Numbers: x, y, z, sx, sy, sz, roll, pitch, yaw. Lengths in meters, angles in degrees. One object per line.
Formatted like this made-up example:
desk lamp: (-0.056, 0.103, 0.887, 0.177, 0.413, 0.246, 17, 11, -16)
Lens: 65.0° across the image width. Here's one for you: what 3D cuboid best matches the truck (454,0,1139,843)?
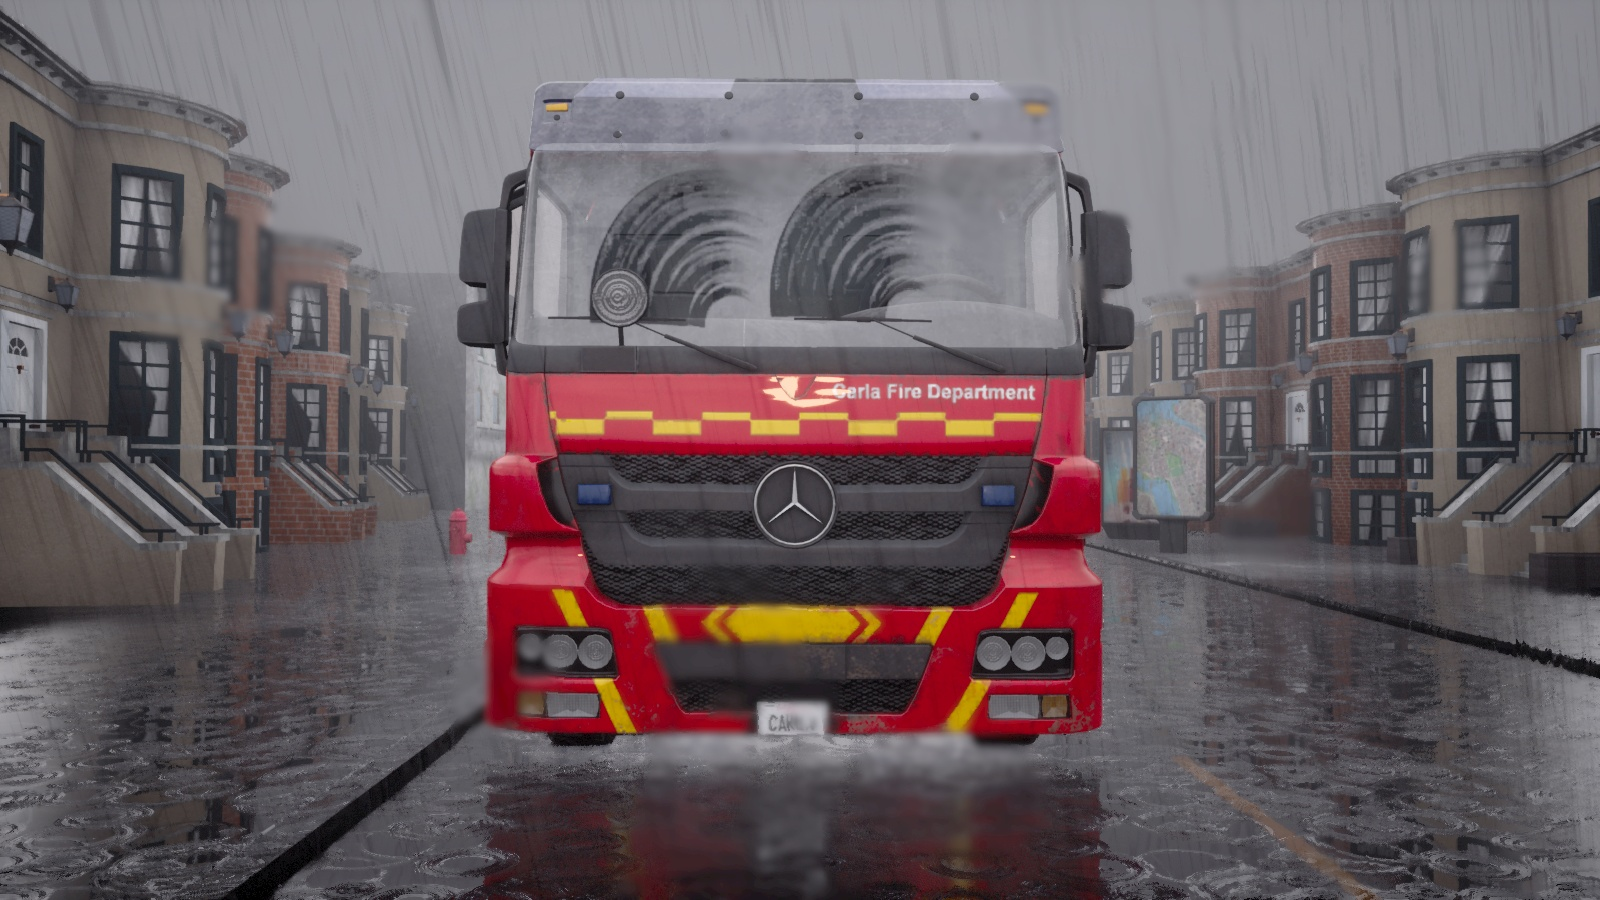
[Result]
truck: (-0.032, -0.190, 9.565, 2.891, 3.827, 8.468, 0, -1, 0)
